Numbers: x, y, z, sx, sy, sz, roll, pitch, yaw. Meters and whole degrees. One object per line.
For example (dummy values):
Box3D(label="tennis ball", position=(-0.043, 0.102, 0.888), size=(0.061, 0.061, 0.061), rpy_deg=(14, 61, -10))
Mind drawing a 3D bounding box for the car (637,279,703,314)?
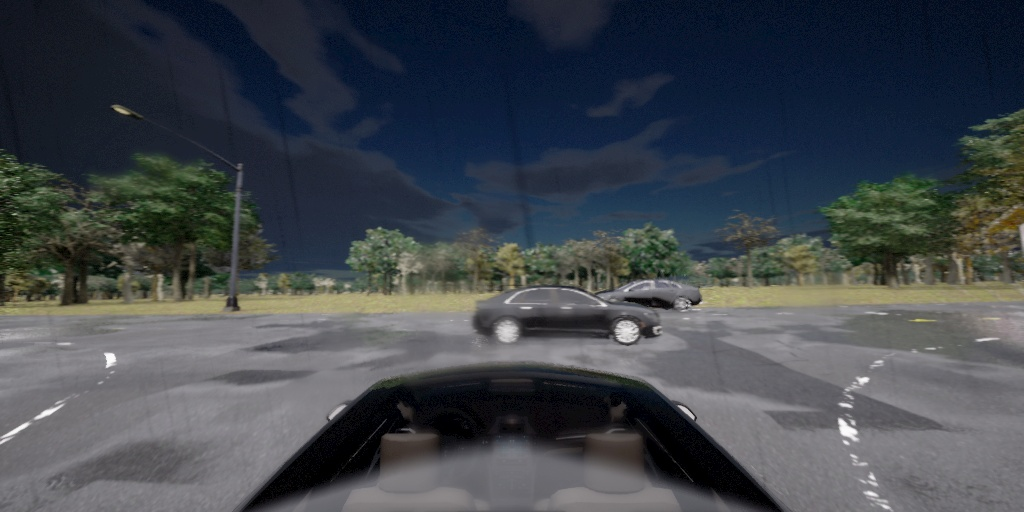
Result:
Box3D(label="car", position=(5.941, 1.826, 16.232), size=(4.902, 1.511, 2.128), rpy_deg=(-2, -5, 5))

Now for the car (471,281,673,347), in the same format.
Box3D(label="car", position=(1.364, 1.539, 9.617), size=(4.892, 1.490, 1.837), rpy_deg=(-1, -4, 5))
